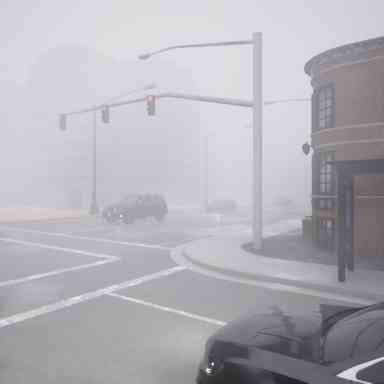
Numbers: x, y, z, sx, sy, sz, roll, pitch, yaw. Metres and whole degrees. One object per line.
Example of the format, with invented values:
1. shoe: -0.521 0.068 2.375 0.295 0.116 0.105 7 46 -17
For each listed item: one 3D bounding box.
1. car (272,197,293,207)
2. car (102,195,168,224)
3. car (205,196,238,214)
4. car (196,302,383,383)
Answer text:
1. car: 13.744 1.492 50.546 2.128 1.511 4.902 0 0 36
2. car: -4.157 1.222 25.373 2.150 2.045 5.566 0 0 35
3. car: 3.276 1.504 35.869 1.837 1.490 4.892 0 0 35
4. car: 2.294 1.505 2.329 4.892 1.490 1.837 0 0 35
